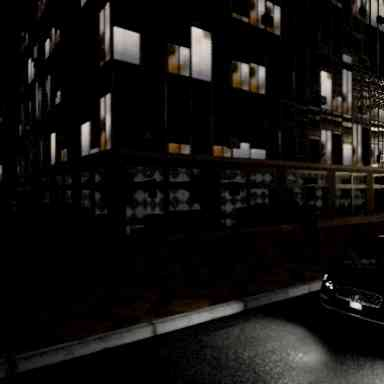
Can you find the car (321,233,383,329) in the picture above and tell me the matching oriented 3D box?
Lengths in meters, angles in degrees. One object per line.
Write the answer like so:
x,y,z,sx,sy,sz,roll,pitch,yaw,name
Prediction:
4.553,1.542,6.618,4.892,1.490,1.837,0,0,-35,car
